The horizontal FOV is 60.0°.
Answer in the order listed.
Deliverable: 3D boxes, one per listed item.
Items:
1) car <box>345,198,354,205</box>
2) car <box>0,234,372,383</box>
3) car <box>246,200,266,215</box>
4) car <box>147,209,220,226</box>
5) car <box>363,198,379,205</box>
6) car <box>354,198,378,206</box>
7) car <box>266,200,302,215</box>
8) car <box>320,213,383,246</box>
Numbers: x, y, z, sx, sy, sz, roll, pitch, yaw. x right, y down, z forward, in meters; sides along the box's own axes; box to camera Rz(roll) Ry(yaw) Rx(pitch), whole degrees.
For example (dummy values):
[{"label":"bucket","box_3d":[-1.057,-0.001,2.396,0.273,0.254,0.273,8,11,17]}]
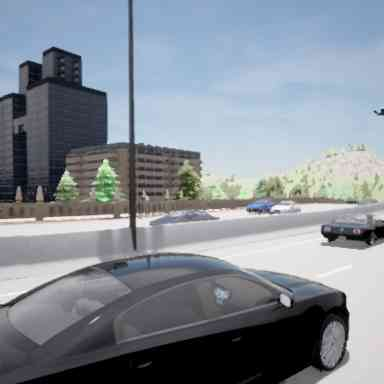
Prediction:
[{"label":"car","box_3d":[32.622,1.865,67.529,1.994,1.385,4.181,0,-1,39]},{"label":"car","box_3d":[-0.073,1.491,3.939,5.008,1.535,1.882,0,0,-37]},{"label":"car","box_3d":[7.884,1.629,37.014,1.882,1.535,5.008,0,0,39]},{"label":"car","box_3d":[-0.351,1.632,17.610,4.181,1.385,1.994,0,0,-43]},{"label":"car","box_3d":[34.824,1.825,64.684,1.994,1.385,4.181,0,-1,39]},{"label":"car","box_3d":[25.127,1.689,47.197,2.033,1.411,5.357,0,0,39]},{"label":"car","box_3d":[9.591,1.652,33.564,1.812,1.442,4.674,0,0,39]},{"label":"car","box_3d":[7.855,1.638,15.459,4.718,1.301,1.895,0,0,-45]}]
